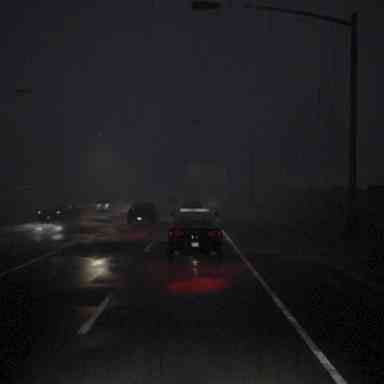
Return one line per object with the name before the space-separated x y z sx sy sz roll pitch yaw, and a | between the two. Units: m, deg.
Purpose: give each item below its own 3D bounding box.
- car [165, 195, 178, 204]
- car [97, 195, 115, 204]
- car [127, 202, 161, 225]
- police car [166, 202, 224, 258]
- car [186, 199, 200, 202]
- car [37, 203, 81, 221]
car | -3.404 1.243 56.417 1.895 1.301 4.718 0 1 0
car | -14.009 1.249 54.369 1.994 1.385 4.181 0 1 0
car | -3.401 1.489 23.863 1.837 1.490 4.892 0 -1 0
police car | 0.099 1.418 12.873 1.930 1.638 5.238 0 0 0
car | 0.096 1.443 35.285 2.128 1.511 4.902 0 0 0
car | -10.570 1.585 26.731 1.895 1.301 4.718 0 0 0
